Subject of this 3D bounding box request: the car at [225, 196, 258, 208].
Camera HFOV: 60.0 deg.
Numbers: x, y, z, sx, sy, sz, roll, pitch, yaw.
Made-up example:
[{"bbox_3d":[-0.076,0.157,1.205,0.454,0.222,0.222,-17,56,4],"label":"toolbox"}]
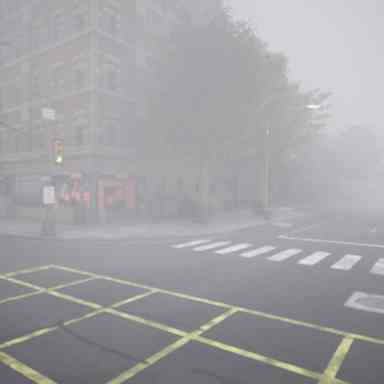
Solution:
[{"bbox_3d":[6.857,1.378,45.623,4.892,1.490,1.837,0,0,37],"label":"car"}]
